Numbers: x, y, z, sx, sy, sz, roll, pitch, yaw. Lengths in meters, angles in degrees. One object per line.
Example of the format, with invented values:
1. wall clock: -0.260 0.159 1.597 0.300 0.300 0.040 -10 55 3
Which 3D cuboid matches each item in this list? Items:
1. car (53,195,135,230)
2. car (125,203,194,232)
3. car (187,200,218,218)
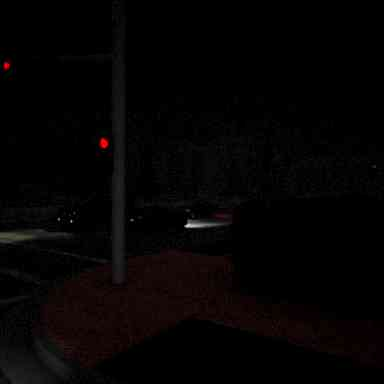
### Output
1. car: -5.979 1.221 21.385 2.150 2.045 5.566 0 0 38
2. car: -2.135 1.564 20.280 1.994 1.385 4.181 0 0 38
3. car: 0.386 1.478 29.401 1.882 1.535 5.008 0 0 39
